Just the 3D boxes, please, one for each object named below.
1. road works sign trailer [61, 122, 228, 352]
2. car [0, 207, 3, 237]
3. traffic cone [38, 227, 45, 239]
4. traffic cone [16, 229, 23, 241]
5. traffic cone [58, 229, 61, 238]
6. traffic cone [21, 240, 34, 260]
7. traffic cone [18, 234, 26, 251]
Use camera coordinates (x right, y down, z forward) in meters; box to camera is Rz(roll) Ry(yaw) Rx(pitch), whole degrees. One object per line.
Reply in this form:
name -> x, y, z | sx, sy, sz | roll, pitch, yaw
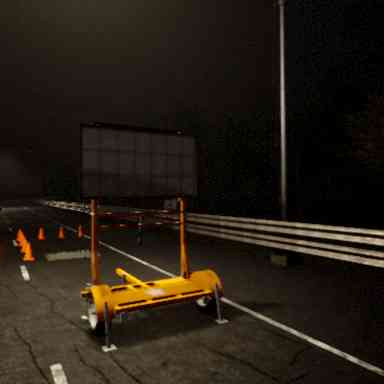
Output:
road works sign trailer -> -1.043, 0.528, 6.570 | 2.380, 3.560, 2.880 | 0, -1, -30
car -> -12.089, 1.474, 18.867 | 2.150, 2.045, 5.566 | 0, -1, -30
traffic cone -> -7.959, 2.166, 17.568 | 0.340, 0.580, 0.340 | 0, -1, -30
traffic cone -> -7.823, 2.147, 15.336 | 0.340, 0.580, 0.340 | 0, -1, -30
traffic cone -> -7.093, 2.164, 18.068 | 0.340, 0.580, 0.340 | 0, -1, -30
traffic cone -> -5.821, 2.102, 11.873 | 0.340, 0.580, 0.340 | 0, -1, -30
traffic cone -> -6.822, 2.125, 13.605 | 0.340, 0.580, 0.340 | 0, -1, -30
